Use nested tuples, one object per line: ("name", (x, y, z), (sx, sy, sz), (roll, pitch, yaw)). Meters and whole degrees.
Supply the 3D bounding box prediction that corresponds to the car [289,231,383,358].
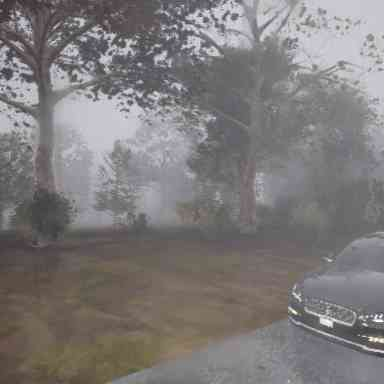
("car", (3.753, 1.514, 5.952), (4.892, 1.490, 1.837), (0, 0, -37))
